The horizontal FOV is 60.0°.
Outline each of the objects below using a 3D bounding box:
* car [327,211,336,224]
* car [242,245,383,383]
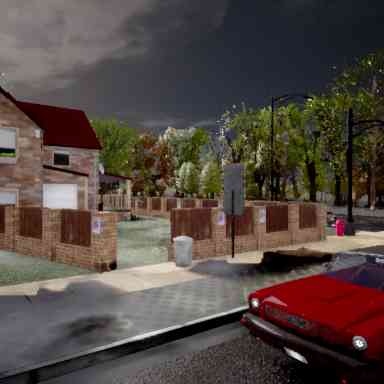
[{"bbox_3d":[7.715,1.469,23.375,1.812,1.442,4.674,0,0,-36],"label":"car"},{"bbox_3d":[3.036,1.601,5.144,4.718,1.301,1.895,0,0,-34],"label":"car"}]
